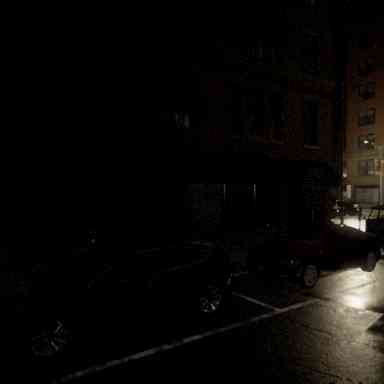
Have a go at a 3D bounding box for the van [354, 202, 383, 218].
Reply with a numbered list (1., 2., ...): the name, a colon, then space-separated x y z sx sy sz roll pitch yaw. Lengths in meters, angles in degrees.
1. van: 8.070 1.338 12.456 3.998 1.788 1.690 0 0 -35

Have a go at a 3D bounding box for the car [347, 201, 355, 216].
1. car: 13.057 1.217 31.623 2.150 2.045 5.566 0 0 -36

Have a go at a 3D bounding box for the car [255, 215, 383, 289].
1. car: 3.449 1.543 9.187 4.507 1.381 1.887 0 0 -35

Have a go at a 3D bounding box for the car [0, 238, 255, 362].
1. car: -1.171 1.566 5.918 4.313 1.339 1.947 0 0 -35

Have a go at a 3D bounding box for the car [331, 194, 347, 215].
1. car: 10.423 1.205 29.723 2.150 2.045 5.566 0 0 -36
